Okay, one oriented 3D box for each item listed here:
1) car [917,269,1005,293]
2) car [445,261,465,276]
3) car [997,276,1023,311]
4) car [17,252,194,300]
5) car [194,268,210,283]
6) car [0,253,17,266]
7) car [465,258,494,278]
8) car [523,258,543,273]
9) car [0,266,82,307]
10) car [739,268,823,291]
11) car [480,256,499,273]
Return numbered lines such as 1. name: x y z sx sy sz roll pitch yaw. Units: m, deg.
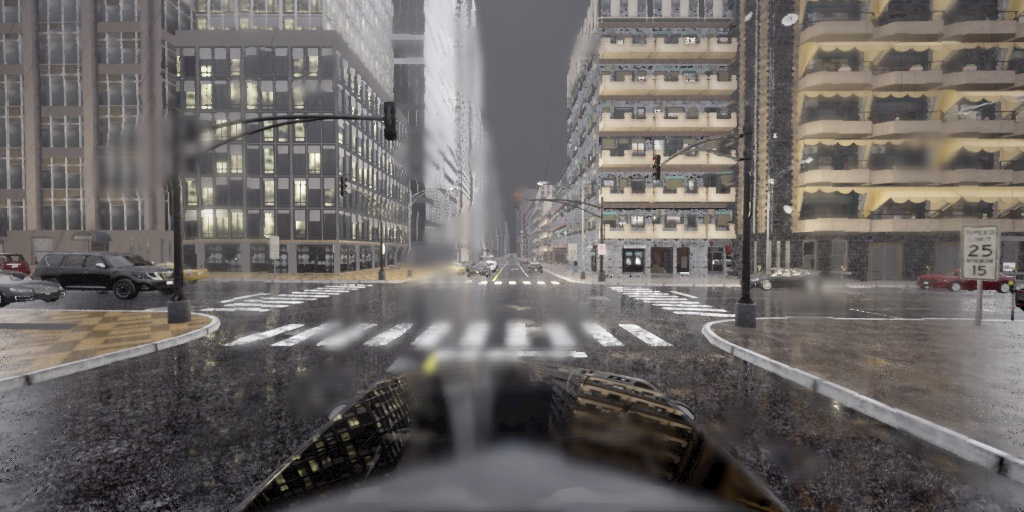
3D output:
1. car: 27.375 1.462 21.691 4.507 1.381 1.888 0 0 1
2. car: -5.691 1.265 36.493 1.751 1.417 4.829 0 0 0
3. car: 21.716 1.576 13.390 4.313 1.339 1.948 0 0 1
4. car: -18.482 0.848 16.531 5.566 2.045 2.150 1 1 1
5. car: -21.666 1.029 22.345 4.829 1.417 1.751 0 0 1
6. car: -33.613 0.712 22.549 5.009 1.841 2.192 0 0 1
7. car: -3.095 1.245 34.698 1.837 1.490 4.892 0 0 0
8. car: 2.690 1.289 42.317 2.007 1.370 4.403 0 0 0
9. car: -20.286 1.204 14.011 4.403 1.370 2.007 0 0 1
10. car: 16.309 1.376 21.847 4.403 1.370 2.007 0 0 1
11. car: -3.096 0.960 44.398 2.150 2.045 5.566 0 0 0
